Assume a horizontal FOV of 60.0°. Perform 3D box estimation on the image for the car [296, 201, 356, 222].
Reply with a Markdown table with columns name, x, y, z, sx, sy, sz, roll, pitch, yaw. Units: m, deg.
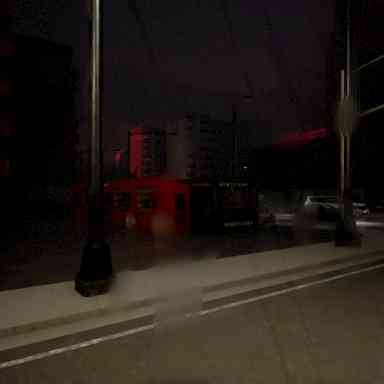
| name | x | y | z | sx | sy | sz | roll | pitch | yaw |
| --- | --- | --- | --- | --- | --- | --- | --- | --- | --- |
| car | 10.585 | 1.667 | 27.047 | 1.994 | 1.385 | 4.181 | 0 | -1 | -36 |

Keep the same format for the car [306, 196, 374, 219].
| name | x | y | z | sx | sy | sz | roll | pitch | yaw |
| --- | --- | --- | --- | --- | --- | --- | --- | --- | --- |
| car | 12.805 | 1.338 | 29.956 | 2.150 | 2.045 | 5.566 | 0 | -1 | -36 |

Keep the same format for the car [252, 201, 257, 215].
| name | x | y | z | sx | sy | sz | roll | pitch | yaw |
| --- | --- | --- | --- | --- | --- | --- | --- | --- | --- |
| car | 5.403 | 1.685 | 34.206 | 1.882 | 1.535 | 5.008 | 0 | -1 | -36 |

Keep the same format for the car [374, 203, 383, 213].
| name | x | y | z | sx | sy | sz | roll | pitch | yaw |
| --- | --- | --- | --- | --- | --- | --- | --- | --- | --- |
| car | 19.447 | 1.706 | 38.747 | 2.033 | 1.411 | 5.357 | 0 | -1 | -33 |
